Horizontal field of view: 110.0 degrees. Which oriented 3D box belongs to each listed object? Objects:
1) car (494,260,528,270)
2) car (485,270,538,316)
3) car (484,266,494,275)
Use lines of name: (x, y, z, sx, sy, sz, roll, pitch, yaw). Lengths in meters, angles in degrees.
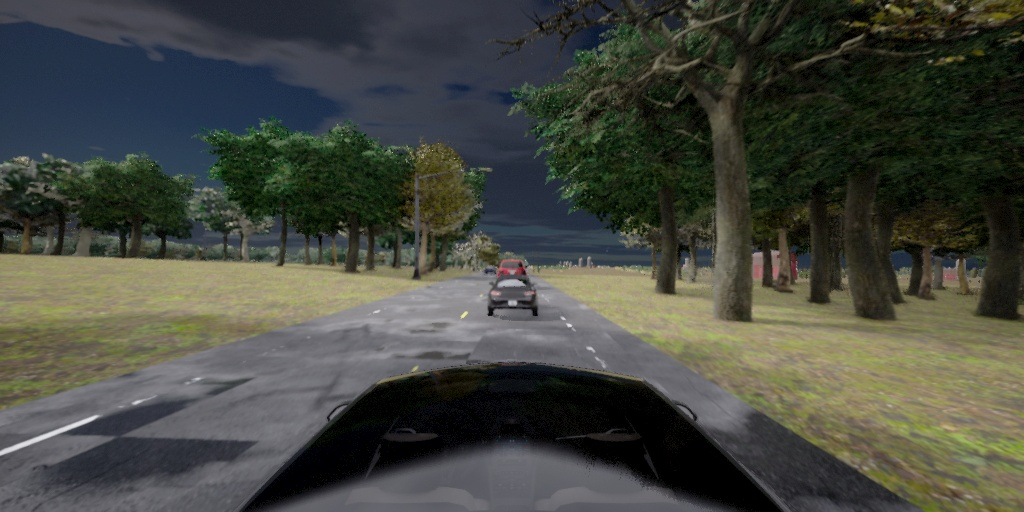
car: (0.039, 1.334, 28.038, 2.150, 2.045, 5.566, 0, 0, 1)
car: (0.047, 1.451, 14.271, 1.812, 1.442, 4.674, 0, -1, 1)
car: (-3.532, 2.320, 58.682, 2.033, 1.411, 5.357, 0, -2, 1)
